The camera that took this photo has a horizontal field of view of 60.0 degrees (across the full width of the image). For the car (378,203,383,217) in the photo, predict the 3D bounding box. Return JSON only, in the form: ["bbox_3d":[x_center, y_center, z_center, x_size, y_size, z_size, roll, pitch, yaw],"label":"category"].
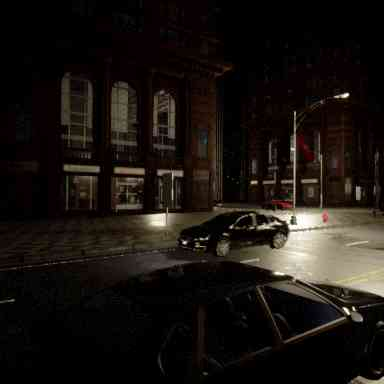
[{"bbox_3d":[18.644,1.622,29.576,1.837,1.490,4.892,1,-1,-16],"label":"car"}]

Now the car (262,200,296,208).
[{"bbox_3d":[11.009,1.730,42.511,1.812,1.442,4.674,1,-1,-36],"label":"car"}]

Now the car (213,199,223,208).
[{"bbox_3d":[3.081,1.793,53.701,1.812,1.442,4.674,1,0,-35],"label":"car"}]

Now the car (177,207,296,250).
[{"bbox_3d":[1.732,1.513,12.869,4.892,1.490,1.837,0,0,-35],"label":"car"}]

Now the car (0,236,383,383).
[{"bbox_3d":[0.394,1.548,3.723,5.357,1.411,2.033,0,0,-36],"label":"car"}]
